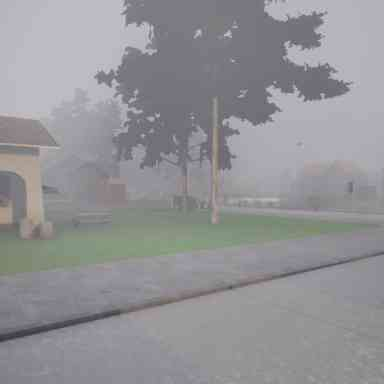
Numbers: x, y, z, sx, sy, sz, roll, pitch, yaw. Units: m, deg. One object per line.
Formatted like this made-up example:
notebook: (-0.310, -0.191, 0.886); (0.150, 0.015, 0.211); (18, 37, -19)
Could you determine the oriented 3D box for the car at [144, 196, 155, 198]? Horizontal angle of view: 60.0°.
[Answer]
car: (-8.976, 1.524, 69.239); (1.812, 1.442, 4.674); (0, 0, -36)
